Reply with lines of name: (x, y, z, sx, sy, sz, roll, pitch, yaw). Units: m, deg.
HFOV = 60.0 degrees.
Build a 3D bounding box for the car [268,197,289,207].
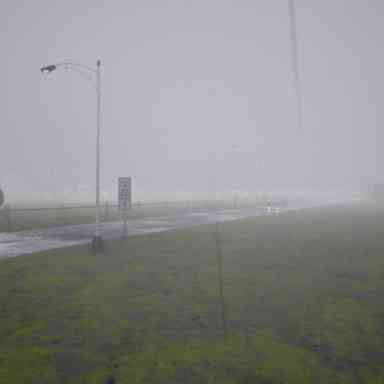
car: (13.233, 1.509, 50.501, 2.033, 1.411, 5.357, 1, 0, 33)
